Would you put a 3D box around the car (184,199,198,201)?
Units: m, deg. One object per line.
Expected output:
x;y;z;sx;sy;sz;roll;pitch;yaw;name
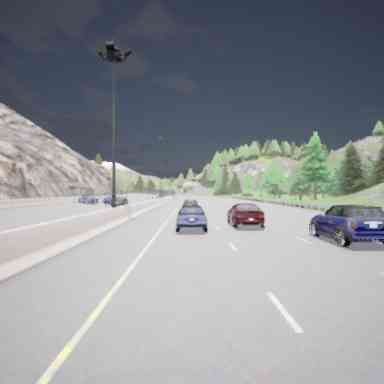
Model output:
-0.179;1.532;42.598;1.994;1.385;4.181;0;0;0;car

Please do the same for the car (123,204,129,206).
-10.909;1.471;50.746;2.128;1.511;4.902;0;0;0;car

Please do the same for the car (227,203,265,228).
3.460;1.456;21.977;1.882;1.535;5.008;0;0;0;car

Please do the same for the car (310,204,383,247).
7.003;1.330;14.975;2.097;1.767;4.553;0;0;0;car

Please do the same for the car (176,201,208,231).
-0.028;1.532;20.455;2.033;1.411;5.357;0;0;0;car
